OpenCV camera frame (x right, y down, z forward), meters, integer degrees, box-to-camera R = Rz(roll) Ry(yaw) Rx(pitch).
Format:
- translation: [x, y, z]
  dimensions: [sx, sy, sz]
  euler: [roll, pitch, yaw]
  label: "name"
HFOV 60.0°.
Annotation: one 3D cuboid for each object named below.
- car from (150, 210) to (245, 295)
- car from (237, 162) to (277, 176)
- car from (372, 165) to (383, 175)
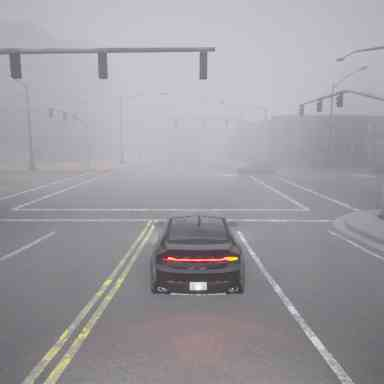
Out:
- translation: [0.113, 1.198, 8.097]
  dimensions: [1.837, 1.490, 4.892]
  euler: [0, 4, 0]
  label: "car"
- translation: [6.939, -2.459, 35.671]
  dimensions: [4.181, 1.385, 1.994]
  euler: [0, 8, 0]
  label: "car"
- translation: [21.895, -2.510, 35.568]
  dimensions: [4.892, 1.490, 1.837]
  euler: [0, 8, 0]
  label: "car"
